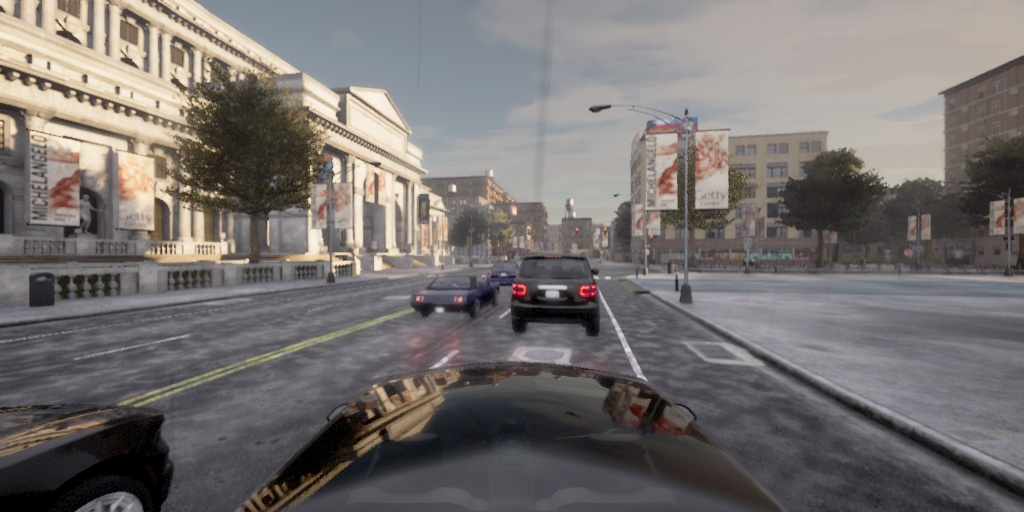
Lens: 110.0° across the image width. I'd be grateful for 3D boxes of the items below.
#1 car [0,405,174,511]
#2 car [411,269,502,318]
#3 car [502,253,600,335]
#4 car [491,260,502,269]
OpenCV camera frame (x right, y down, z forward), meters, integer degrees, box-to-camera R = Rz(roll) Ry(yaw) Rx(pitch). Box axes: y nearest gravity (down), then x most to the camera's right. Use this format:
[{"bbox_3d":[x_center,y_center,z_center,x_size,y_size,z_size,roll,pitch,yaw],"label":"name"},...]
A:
[{"bbox_3d":[-3.251,1.233,0.384,1.882,1.535,5.008,0,0,-1],"label":"car"},{"bbox_3d":[-1.750,1.309,12.854,1.895,1.301,4.718,0,0,10],"label":"car"},{"bbox_3d":[1.382,0.937,10.642,2.150,2.045,5.566,0,0,10],"label":"car"},{"bbox_3d":[-0.069,1.027,21.697,2.097,1.767,4.553,0,0,11],"label":"car"}]
